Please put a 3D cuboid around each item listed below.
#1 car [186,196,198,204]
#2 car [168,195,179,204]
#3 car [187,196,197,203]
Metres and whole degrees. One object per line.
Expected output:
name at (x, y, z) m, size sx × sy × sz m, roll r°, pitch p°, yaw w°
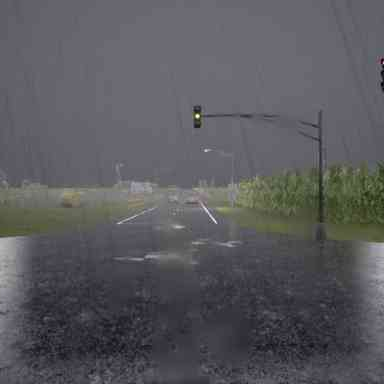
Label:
car at (-0.003, 1.493, 59.382) m, size 1.994 × 1.385 × 4.181 m, roll 0°, pitch 0°, yaw 0°
car at (-3.502, 1.422, 63.604) m, size 1.837 × 1.490 × 4.892 m, roll 0°, pitch 0°, yaw 0°
car at (-0.003, 1.464, 69.431) m, size 1.994 × 1.385 × 4.181 m, roll 0°, pitch 0°, yaw 0°
